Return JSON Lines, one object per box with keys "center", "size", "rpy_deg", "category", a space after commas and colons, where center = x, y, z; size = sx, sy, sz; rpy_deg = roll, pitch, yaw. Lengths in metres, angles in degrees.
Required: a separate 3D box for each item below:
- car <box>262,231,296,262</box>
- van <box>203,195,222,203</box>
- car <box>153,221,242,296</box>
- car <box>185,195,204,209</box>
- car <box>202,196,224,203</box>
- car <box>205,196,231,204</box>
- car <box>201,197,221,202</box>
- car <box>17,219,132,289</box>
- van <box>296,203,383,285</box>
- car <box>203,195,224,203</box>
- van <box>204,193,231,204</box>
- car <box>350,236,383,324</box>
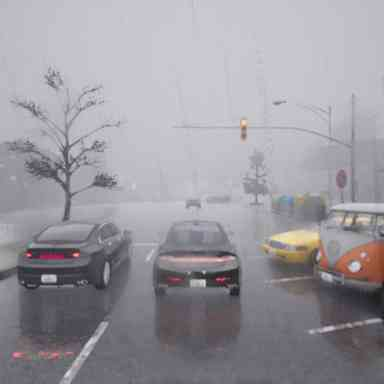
{"center": [4.917, 1.484, 10.823], "size": [5.366, 1.575, 1.946], "rpy_deg": [1, 0, -20], "category": "car"}
{"center": [5.119, 1.684, 83.975], "size": [4.442, 1.987, 1.878], "rpy_deg": [1, -1, -20], "category": "van"}
{"center": [0.115, 1.490, 8.628], "size": [2.128, 1.511, 4.902], "rpy_deg": [0, 0, 0], "category": "car"}
{"center": [0.156, 1.315, 42.454], "size": [1.837, 1.490, 4.892], "rpy_deg": [-1, 1, 0], "category": "car"}
{"center": [5.401, 1.982, 87.059], "size": [5.366, 1.575, 1.946], "rpy_deg": [1, -2, -20], "category": "car"}
{"center": [5.186, 1.534, 66.150], "size": [4.674, 1.452, 2.002], "rpy_deg": [1, -2, -20], "category": "car"}
{"center": [5.244, 2.124, 92.944], "size": [5.008, 1.535, 2.097], "rpy_deg": [1, -1, -20], "category": "car"}
{"center": [-2.884, 1.503, 9.135], "size": [1.837, 1.490, 4.892], "rpy_deg": [0, 0, 0], "category": "car"}
{"center": [4.978, 1.262, 7.865], "size": [4.442, 1.987, 1.878], "rpy_deg": [1, 0, -20], "category": "van"}
{"center": [5.250, 1.717, 81.047], "size": [4.553, 1.767, 2.185], "rpy_deg": [1, -1, -20], "category": "car"}
{"center": [5.079, 1.196, 63.133], "size": [4.442, 1.987, 1.878], "rpy_deg": [1, -1, -20], "category": "van"}
{"center": [5.104, 1.519, 4.938], "size": [4.792, 1.488, 2.163], "rpy_deg": [1, 0, -20], "category": "car"}
